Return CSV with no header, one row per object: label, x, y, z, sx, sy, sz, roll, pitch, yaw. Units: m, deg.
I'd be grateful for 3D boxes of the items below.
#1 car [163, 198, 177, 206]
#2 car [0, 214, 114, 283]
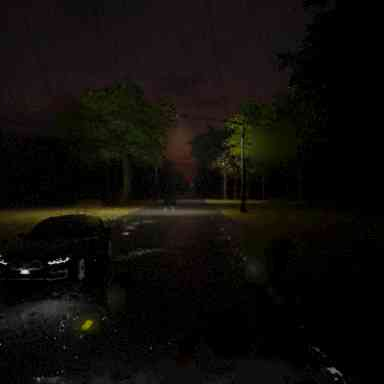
car,-3.518,1.591,53.115,1.994,1.385,4.181,0,0,0
car,-3.591,1.460,9.582,1.837,1.490,4.892,0,0,0
